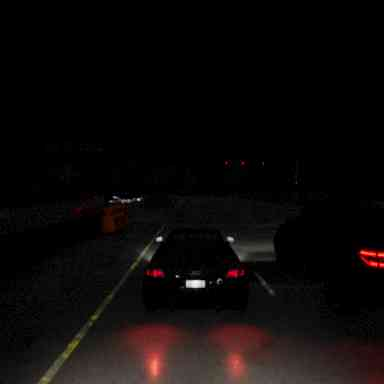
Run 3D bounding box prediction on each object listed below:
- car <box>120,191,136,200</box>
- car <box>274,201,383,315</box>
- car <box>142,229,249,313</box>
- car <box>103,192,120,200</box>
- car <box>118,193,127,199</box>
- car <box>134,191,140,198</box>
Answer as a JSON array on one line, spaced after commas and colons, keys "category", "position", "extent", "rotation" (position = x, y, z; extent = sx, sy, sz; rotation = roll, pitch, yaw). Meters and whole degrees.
[{"category": "car", "position": [-14.360, 1.093, 73.777], "extent": [1.994, 1.385, 4.181], "rotation": [0, 0, 0]}, {"category": "car", "position": [3.591, 1.199, 7.651], "extent": [2.150, 2.045, 5.566], "rotation": [0, 0, -2]}, {"category": "car", "position": [0.069, 1.542, 7.722], "extent": [1.994, 1.385, 4.181], "rotation": [0, 0, 0]}, {"category": "car", "position": [-17.855, 1.088, 72.815], "extent": [2.033, 1.411, 5.357], "rotation": [0, 0, 0]}, {"category": "car", "position": [-18.433, 0.974, 88.539], "extent": [2.033, 1.411, 5.357], "rotation": [0, 0, -7]}, {"category": "car", "position": [-14.984, 1.025, 89.121], "extent": [1.895, 1.301, 4.718], "rotation": [0, 0, -7]}]
